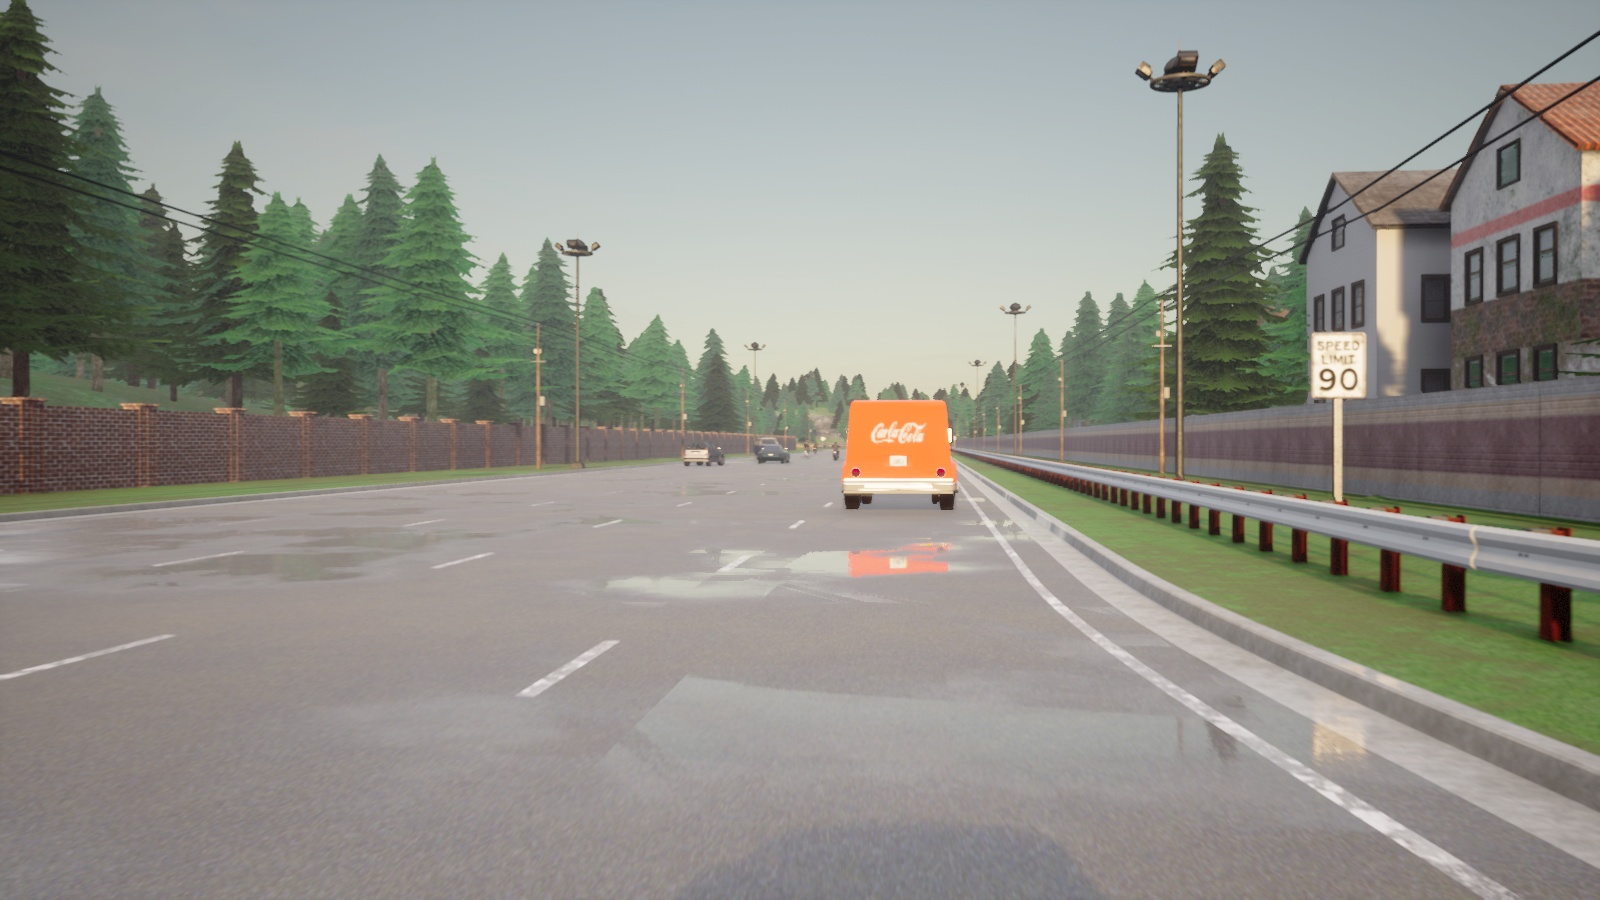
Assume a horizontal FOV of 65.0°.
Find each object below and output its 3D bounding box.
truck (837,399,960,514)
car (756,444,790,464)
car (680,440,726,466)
[{"bbox_3d":[2.375,0.099,29.664,2.627,2.467,5.204,0,1,6],"label":"truck"},{"bbox_3d":[-1.940,0.291,91.748,1.994,1.385,4.181,0,0,6],"label":"car"},{"bbox_3d":[-6.257,0.178,81.565,1.851,1.617,3.988,0,0,13],"label":"car"}]
